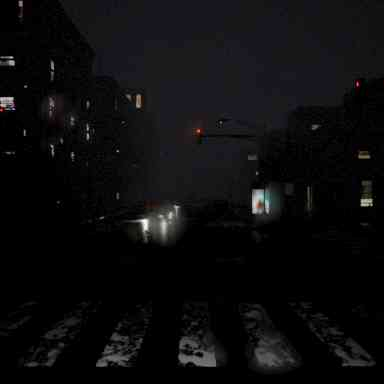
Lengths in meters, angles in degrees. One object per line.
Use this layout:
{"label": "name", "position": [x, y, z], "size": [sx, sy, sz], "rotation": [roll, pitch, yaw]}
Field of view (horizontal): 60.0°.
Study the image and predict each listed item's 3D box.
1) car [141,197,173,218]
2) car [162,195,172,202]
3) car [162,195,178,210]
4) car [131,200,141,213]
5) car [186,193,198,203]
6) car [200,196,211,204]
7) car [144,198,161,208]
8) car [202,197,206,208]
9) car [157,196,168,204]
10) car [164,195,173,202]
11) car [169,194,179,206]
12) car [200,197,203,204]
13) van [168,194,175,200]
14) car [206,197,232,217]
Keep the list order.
{"label": "car", "position": [-3.126, 1.483, 30.789], "size": [1.882, 1.535, 5.008], "rotation": [0, 0, 1]}
{"label": "car", "position": [-5.786, 1.497, 77.335], "size": [1.967, 1.590, 4.097], "rotation": [0, 0, 0]}
{"label": "car", "position": [-3.144, 1.504, 40.624], "size": [2.128, 1.511, 4.902], "rotation": [0, 0, 0]}
{"label": "car", "position": [-5.738, 1.561, 37.459], "size": [2.008, 1.369, 4.403], "rotation": [0, 0, 0]}
{"label": "car", "position": [0.010, 1.269, 70.594], "size": [2.150, 2.045, 5.566], "rotation": [0, 0, 0]}
{"label": "car", "position": [2.610, 1.591, 65.965], "size": [2.008, 1.369, 4.403], "rotation": [-1, 0, 0]}
{"label": "car", "position": [-5.751, 1.571, 48.853], "size": [2.008, 1.369, 4.403], "rotation": [0, 0, 0]}
{"label": "car", "position": [2.636, 1.597, 43.178], "size": [1.802, 1.307, 4.206], "rotation": [0, 0, 0]}
{"label": "car", "position": [-5.771, 1.565, 65.773], "size": [1.752, 1.417, 4.829], "rotation": [0, 0, 0]}
{"label": "car", "position": [-5.791, 1.592, 82.862], "size": [1.752, 1.417, 4.829], "rotation": [-1, 0, 0]}
{"label": "car", "position": [-3.143, 1.531, 53.849], "size": [1.837, 1.490, 4.892], "rotation": [0, 0, 0]}
{"label": "car", "position": [2.629, 1.571, 48.875], "size": [2.008, 1.369, 4.403], "rotation": [0, 0, 0]}
{"label": "van", "position": [-5.806, 1.430, 94.426], "size": [1.690, 1.788, 3.998], "rotation": [-1, 0, 0]}
{"label": "car", "position": [2.648, 1.446, 31.784], "size": [1.967, 1.590, 4.097], "rotation": [0, 0, 0]}
